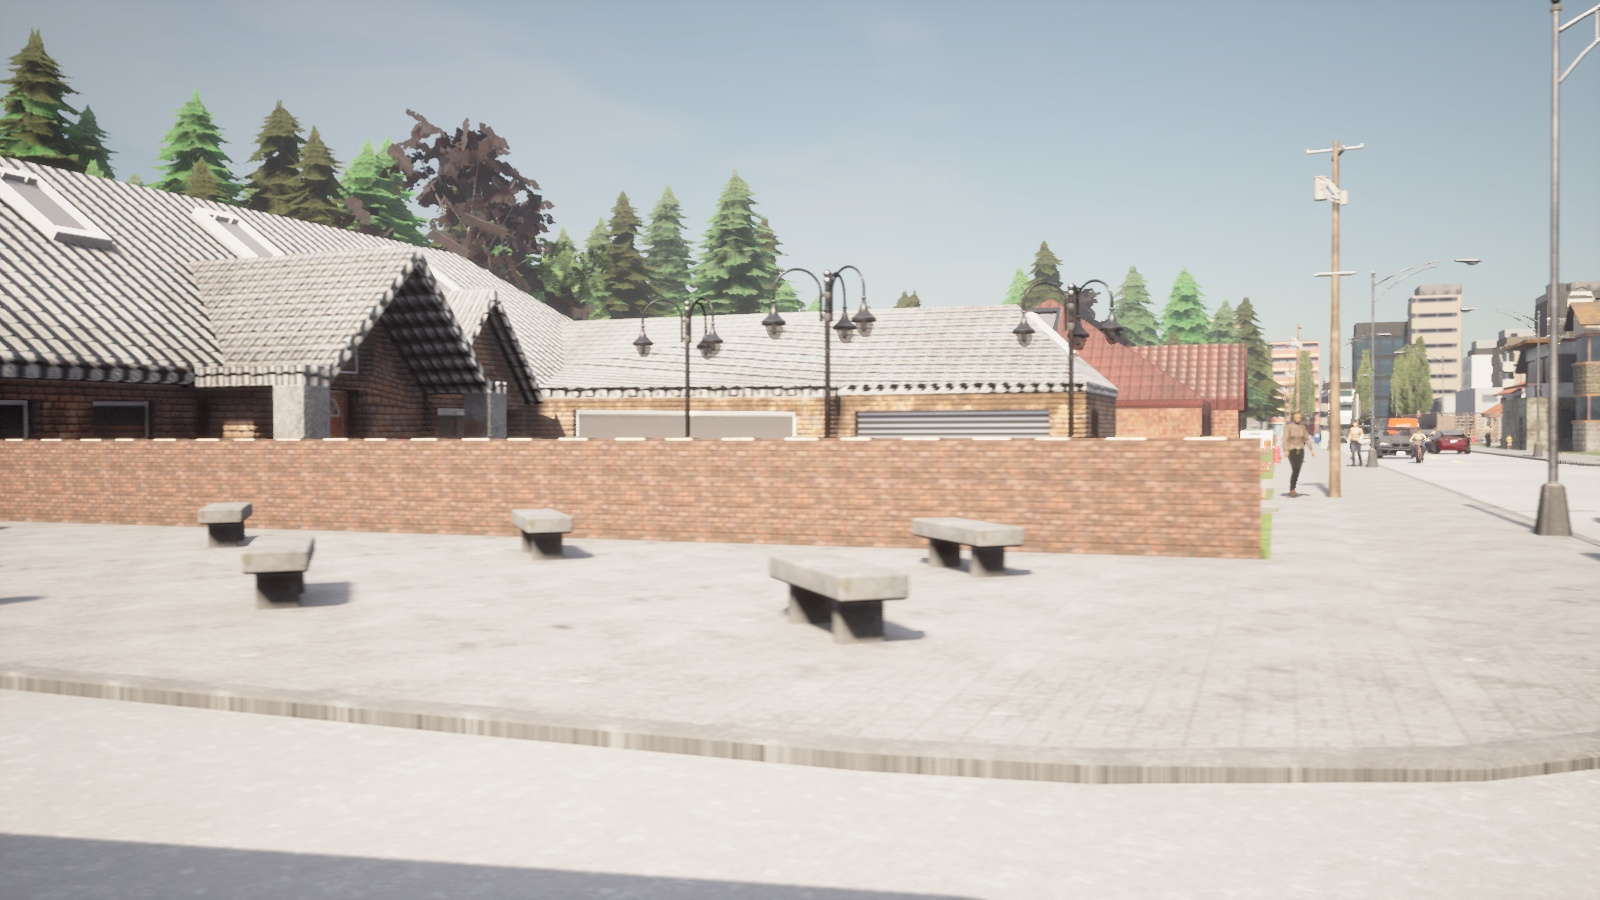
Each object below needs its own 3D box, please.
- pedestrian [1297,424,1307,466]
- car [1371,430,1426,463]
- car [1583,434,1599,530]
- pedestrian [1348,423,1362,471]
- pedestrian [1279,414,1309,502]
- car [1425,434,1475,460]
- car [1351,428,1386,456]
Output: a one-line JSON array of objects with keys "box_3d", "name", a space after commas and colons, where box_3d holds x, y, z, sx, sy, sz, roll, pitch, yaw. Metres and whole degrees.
[{"box_3d": [21.662, -0.215, 54.220, 0.328, 1.805, 0.869, 1, 1, 19], "name": "pedestrian"}, {"box_3d": [31.310, -0.221, 65.813, 2.242, 1.667, 4.611, 1, 1, 21], "name": "car"}, {"box_3d": [13.351, 0.538, 18.701, 2.007, 1.525, 4.514, 1, 1, 21], "name": "car"}, {"box_3d": [21.368, -0.125, 48.356, 0.345, 1.836, 0.594, 1, 1, 37], "name": "pedestrian"}, {"box_3d": [10.443, 0.166, 26.564, 0.331, 1.846, 0.634, 0, 1, -3], "name": "pedestrian"}, {"box_3d": [39.966, -0.208, 77.291, 2.163, 1.488, 4.792, 1, 1, 21], "name": "car"}, {"box_3d": [39.708, -0.553, 87.843, 1.932, 1.855, 4.605, 1, 0, 21], "name": "car"}]
